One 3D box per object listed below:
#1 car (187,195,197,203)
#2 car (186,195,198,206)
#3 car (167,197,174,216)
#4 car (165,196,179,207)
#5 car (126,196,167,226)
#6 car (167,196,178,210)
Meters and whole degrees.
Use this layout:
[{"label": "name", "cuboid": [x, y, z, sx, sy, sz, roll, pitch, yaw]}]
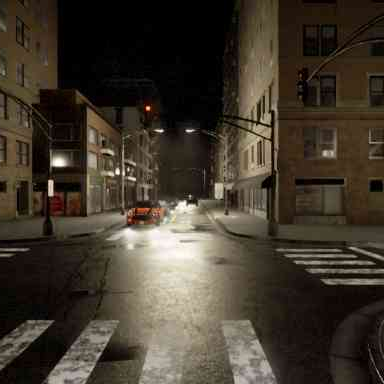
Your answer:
[{"label": "car", "cuboid": [-0.035, 1.442, 69.672, 2.128, 1.511, 4.902, 0, 0, 0]}, {"label": "car", "cuboid": [0.000, 1.453, 53.473, 2.128, 1.511, 4.902, 0, 0, 0]}, {"label": "car", "cuboid": [-3.159, 1.531, 32.488, 2.033, 1.411, 5.357, 0, 0, 0]}, {"label": "car", "cuboid": [-3.158, 1.444, 52.629, 1.882, 1.535, 5.008, 0, 0, 0]}, {"label": "car", "cuboid": [-3.140, 1.343, 23.033, 2.097, 1.767, 4.553, 0, 0, 0]}, {"label": "car", "cuboid": [-3.171, 1.327, 42.273, 2.097, 1.767, 4.553, 0, 0, 0]}]
